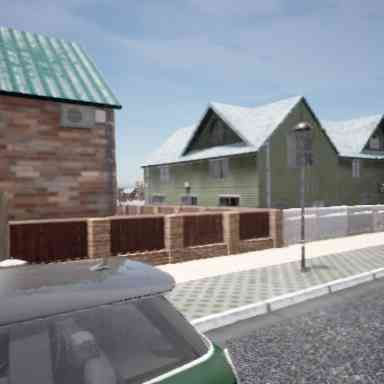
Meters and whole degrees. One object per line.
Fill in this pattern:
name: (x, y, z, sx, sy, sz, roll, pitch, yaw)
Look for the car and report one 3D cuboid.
car: (-1.825, 1.352, 1.769, 4.553, 1.767, 2.097, 0, 0, -36)
